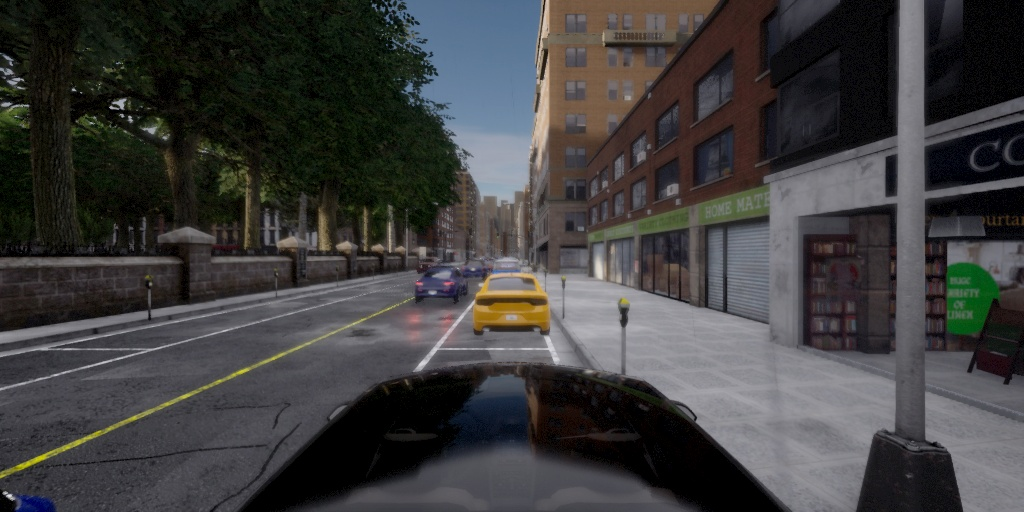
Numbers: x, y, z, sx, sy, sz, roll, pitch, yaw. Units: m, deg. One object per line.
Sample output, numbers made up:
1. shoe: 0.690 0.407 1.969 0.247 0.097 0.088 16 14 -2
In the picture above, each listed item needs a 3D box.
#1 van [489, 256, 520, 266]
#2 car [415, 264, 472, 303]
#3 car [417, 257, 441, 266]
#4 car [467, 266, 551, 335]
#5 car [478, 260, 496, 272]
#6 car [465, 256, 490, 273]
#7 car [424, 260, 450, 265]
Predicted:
1. van: -0.289 1.083 21.849 1.690 1.789 3.998 0 0 0
2. car: -3.145 1.271 16.462 1.812 1.442 4.674 0 0 0
3. car: -8.813 1.040 38.791 2.192 1.841 5.009 0 0 0
4. car: -0.005 1.225 10.500 1.882 1.535 5.008 0 0 0
5. car: -3.057 1.281 45.188 1.994 1.385 4.181 0 0 0
6. car: -3.057 1.086 30.430 2.097 1.767 4.553 0 0 0
7. car: -6.239 1.297 32.325 1.994 1.385 4.181 0 0 0
